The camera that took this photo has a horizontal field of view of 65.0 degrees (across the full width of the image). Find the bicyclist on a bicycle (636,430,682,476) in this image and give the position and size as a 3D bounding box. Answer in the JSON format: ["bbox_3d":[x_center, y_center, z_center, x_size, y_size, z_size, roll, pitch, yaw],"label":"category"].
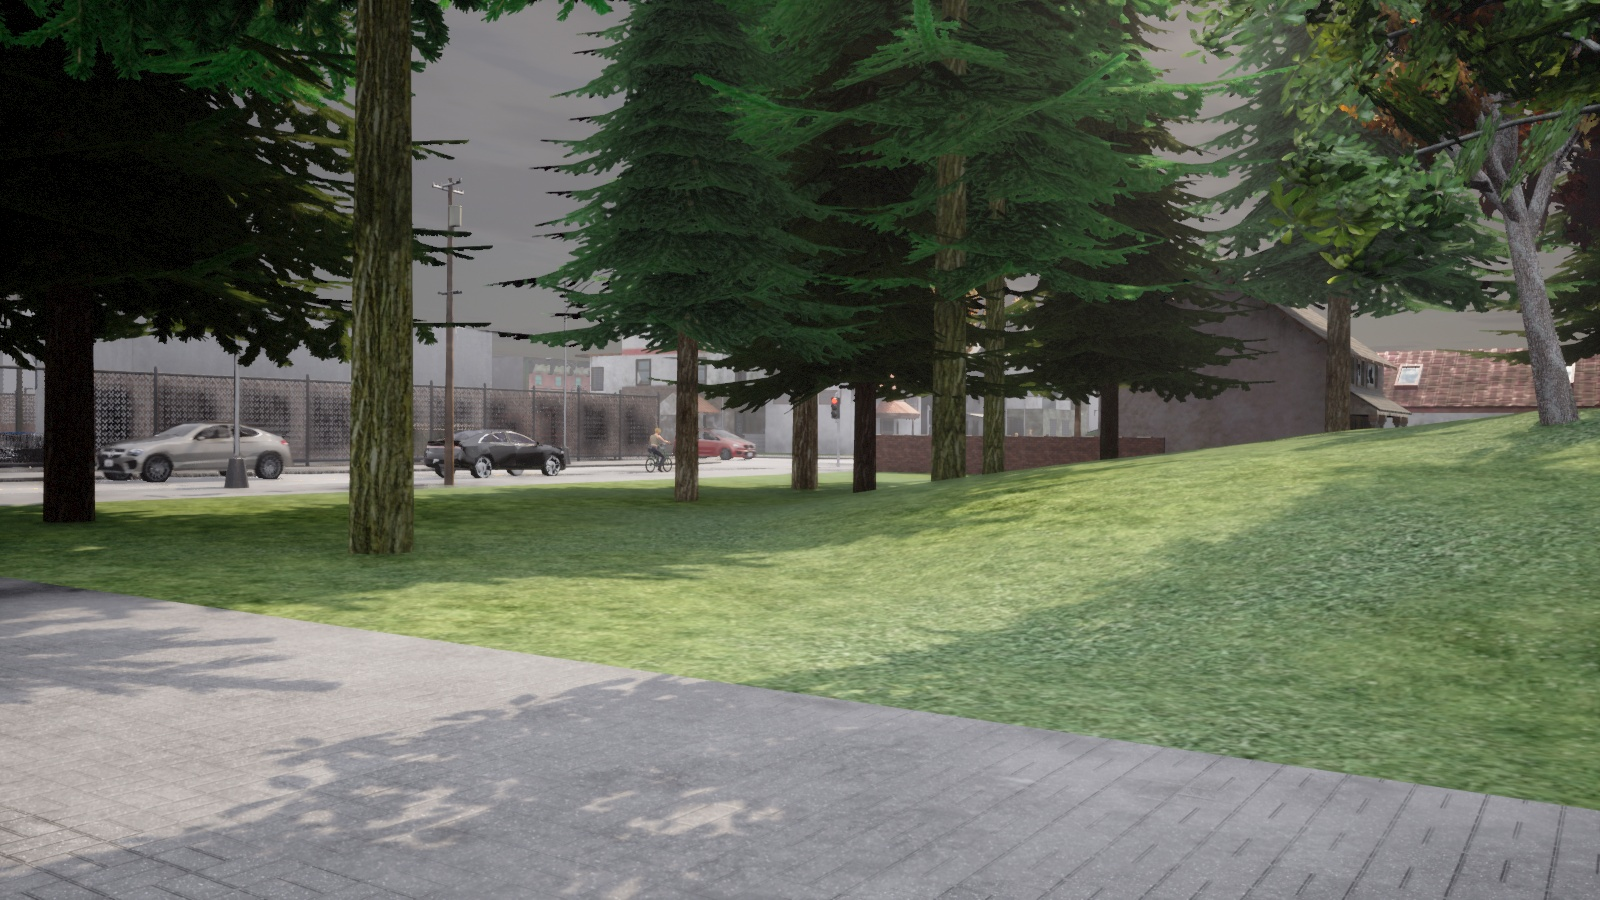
[{"bbox_3d":[-5.094,0.094,45.400,0.866,1.612,1.509,0,1,33],"label":"bicyclist on a bicycle"}]

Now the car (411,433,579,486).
[{"bbox_3d":[-9.367,0.240,38.970,2.128,1.511,4.902,0,1,34],"label":"car"}]

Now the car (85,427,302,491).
[{"bbox_3d":[-16.783,0.184,35.018,2.152,1.651,5.027,0,1,34],"label":"car"}]

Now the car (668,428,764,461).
[{"bbox_3d":[-4.470,-0.293,66.563,4.611,1.667,2.242,0,1,33],"label":"car"}]

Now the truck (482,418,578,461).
[{"bbox_3d":[-15.961,-0.622,74.169,5.204,2.467,2.627,0,1,34],"label":"truck"}]
